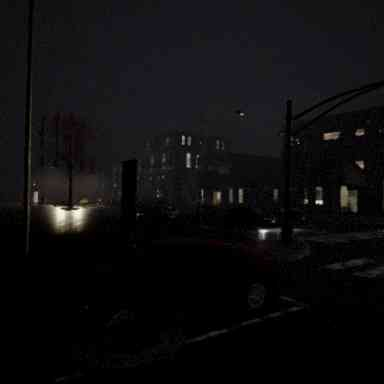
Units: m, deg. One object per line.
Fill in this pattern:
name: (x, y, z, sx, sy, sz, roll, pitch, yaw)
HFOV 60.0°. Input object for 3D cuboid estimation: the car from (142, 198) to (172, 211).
car: (-5.180, 1.804, 48.602, 2.192, 1.841, 5.009, 1, -1, -35)

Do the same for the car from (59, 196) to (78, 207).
car: (-21.529, 1.890, 57.317, 1.752, 1.417, 4.829, 1, -1, -35)

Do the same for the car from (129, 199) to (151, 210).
car: (-8.373, 1.955, 53.143, 1.967, 1.590, 4.097, 1, -1, -35)

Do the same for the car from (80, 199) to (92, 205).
car: (-24.330, 2.178, 76.057, 1.752, 1.417, 4.829, 1, -1, -35)

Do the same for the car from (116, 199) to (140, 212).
car: (-7.346, 1.887, 41.438, 1.994, 1.385, 4.181, 2, -1, -35)

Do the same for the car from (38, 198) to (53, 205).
car: (-31.117, 2.014, 71.140, 1.947, 1.339, 4.313, 1, -1, -35)

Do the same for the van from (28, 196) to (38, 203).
van: (-40.607, 1.873, 84.827, 1.690, 1.788, 3.998, 1, -1, -35)

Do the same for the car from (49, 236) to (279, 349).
car: (-0.278, 1.578, 6.310, 4.507, 1.381, 1.887, 1, 0, -36)

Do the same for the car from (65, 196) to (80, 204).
car: (-30.558, 2.023, 85.043, 2.192, 1.841, 5.009, 1, -1, -35)

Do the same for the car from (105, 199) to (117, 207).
car: (-14.741, 2.009, 62.235, 1.967, 1.590, 4.097, 1, -1, -35)

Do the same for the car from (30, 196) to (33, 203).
car: (-37.348, 2.028, 80.123, 1.752, 1.417, 4.829, 1, -1, -35)

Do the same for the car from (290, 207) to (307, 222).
car: (8.075, 1.928, 29.565, 2.008, 1.369, 4.403, 1, -1, -35)

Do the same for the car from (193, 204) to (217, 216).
car: (1.826, 2.012, 38.571, 1.802, 1.307, 4.206, 1, -1, -35)

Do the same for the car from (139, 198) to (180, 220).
car: (-2.749, 1.639, 30.019, 1.967, 1.590, 4.097, 1, -1, -35)

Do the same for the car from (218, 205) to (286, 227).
car: (4.291, 1.752, 24.681, 1.812, 1.442, 4.674, 2, -1, -34)
